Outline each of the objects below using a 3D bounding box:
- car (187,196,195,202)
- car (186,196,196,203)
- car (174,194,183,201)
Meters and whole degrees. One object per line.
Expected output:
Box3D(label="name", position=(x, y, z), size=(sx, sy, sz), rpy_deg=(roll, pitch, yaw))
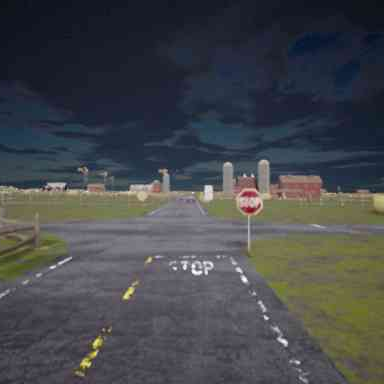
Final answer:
Box3D(label="car", position=(-0.267, 1.505, 77.464), size=(1.895, 1.301, 4.718), rpy_deg=(0, 0, 0))
Box3D(label="car", position=(-0.231, 1.548, 67.395), size=(1.812, 1.442, 4.674), rpy_deg=(0, 0, 0))
Box3D(label="car", position=(-3.000, 1.140, 72.424), size=(1.837, 1.490, 4.892), rpy_deg=(0, 0, 0))
